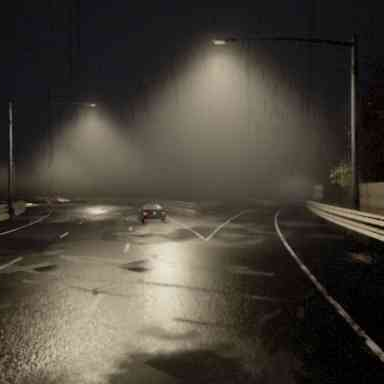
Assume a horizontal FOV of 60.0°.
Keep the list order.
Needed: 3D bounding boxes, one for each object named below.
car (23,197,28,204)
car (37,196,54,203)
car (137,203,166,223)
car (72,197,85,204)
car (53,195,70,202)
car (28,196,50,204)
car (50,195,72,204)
[{"bbox_3d":[-34.913,1.754,71.350,1.812,1.442,4.674,0,0,-45],"label":"car"},{"bbox_3d":[-32.502,1.640,73.903,1.895,1.301,4.718,0,0,-45],"label":"car"},{"bbox_3d":[-3.247,1.568,26.039,2.033,1.411,5.357,0,0,-14],"label":"car"},{"bbox_3d":[-23.616,1.698,68.712,1.994,1.385,4.181,0,0,-39],"label":"car"},{"bbox_3d":[-29.882,1.527,76.225,1.837,1.490,4.892,0,0,-45],"label":"car"},{"bbox_3d":[-30.431,1.753,66.085,1.994,1.385,4.181,0,0,-39],"label":"car"},{"bbox_3d":[-26.127,1.764,66.255,1.895,1.301,4.718,0,0,-39],"label":"car"}]
